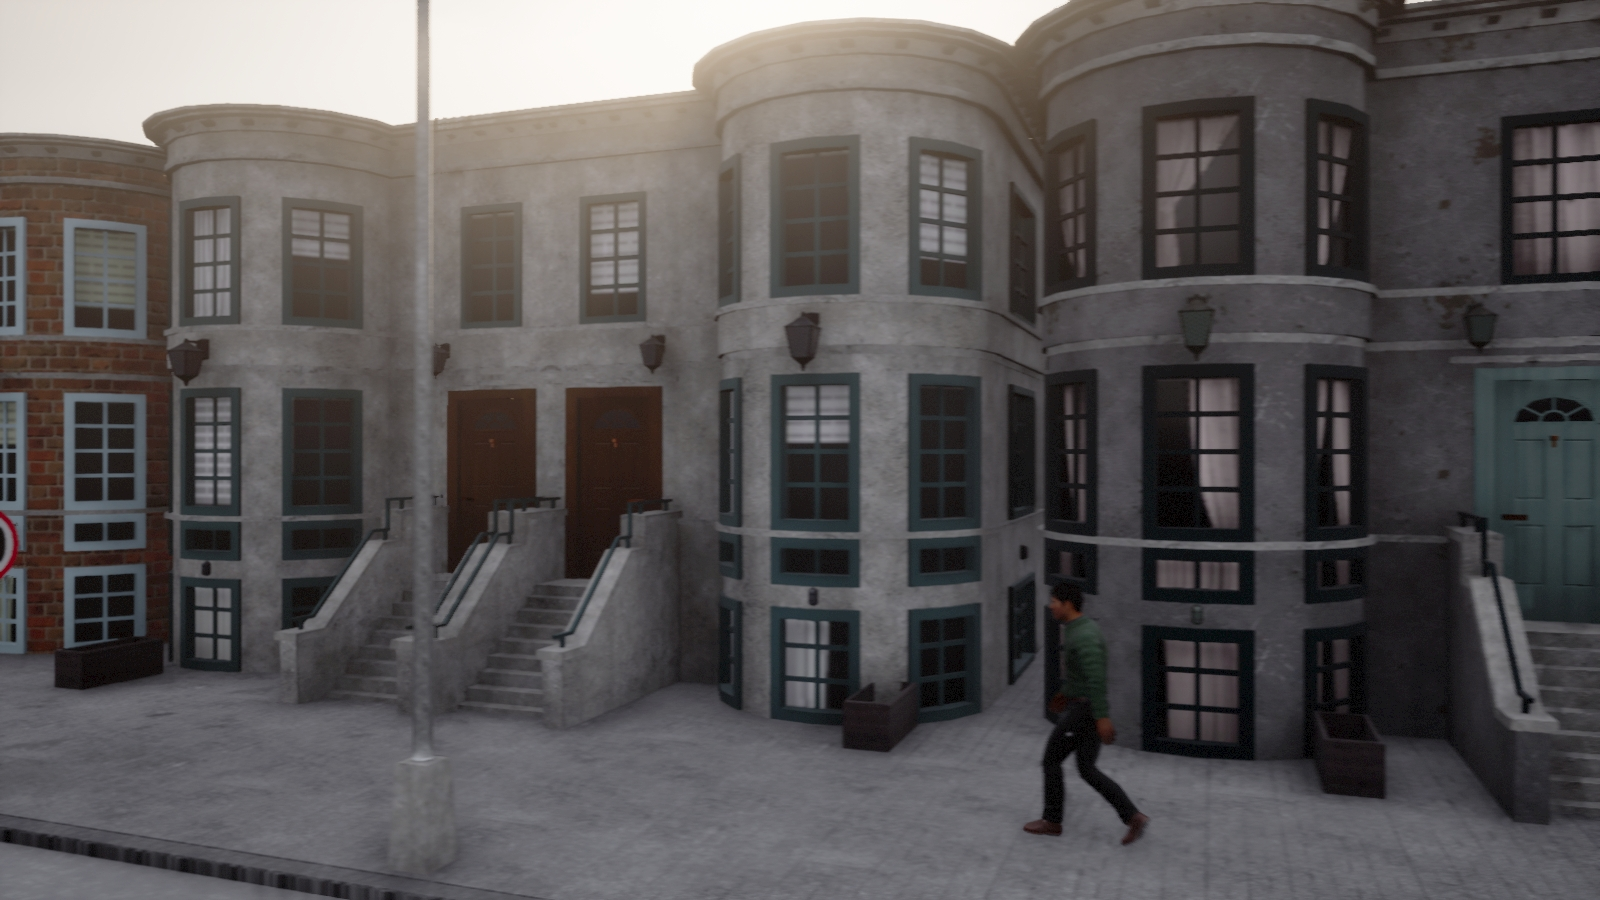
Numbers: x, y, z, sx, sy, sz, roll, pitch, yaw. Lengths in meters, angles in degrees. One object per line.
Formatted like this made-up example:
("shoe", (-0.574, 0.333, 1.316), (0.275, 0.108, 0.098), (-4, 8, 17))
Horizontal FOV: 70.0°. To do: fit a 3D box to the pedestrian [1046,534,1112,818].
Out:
("pedestrian", (1.923, 1.526, 7.868), (0.375, 1.860, 0.375), (0, 0, 24))
